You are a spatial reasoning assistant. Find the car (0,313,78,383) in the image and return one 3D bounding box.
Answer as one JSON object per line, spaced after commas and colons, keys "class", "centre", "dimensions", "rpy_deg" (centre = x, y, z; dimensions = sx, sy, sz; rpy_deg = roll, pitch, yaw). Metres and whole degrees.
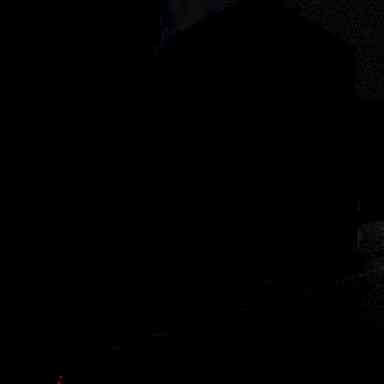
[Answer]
{"class": "car", "centre": [-3.070, 1.507, 1.488], "dimensions": [4.892, 1.490, 1.837], "rpy_deg": [0, 0, -36]}
